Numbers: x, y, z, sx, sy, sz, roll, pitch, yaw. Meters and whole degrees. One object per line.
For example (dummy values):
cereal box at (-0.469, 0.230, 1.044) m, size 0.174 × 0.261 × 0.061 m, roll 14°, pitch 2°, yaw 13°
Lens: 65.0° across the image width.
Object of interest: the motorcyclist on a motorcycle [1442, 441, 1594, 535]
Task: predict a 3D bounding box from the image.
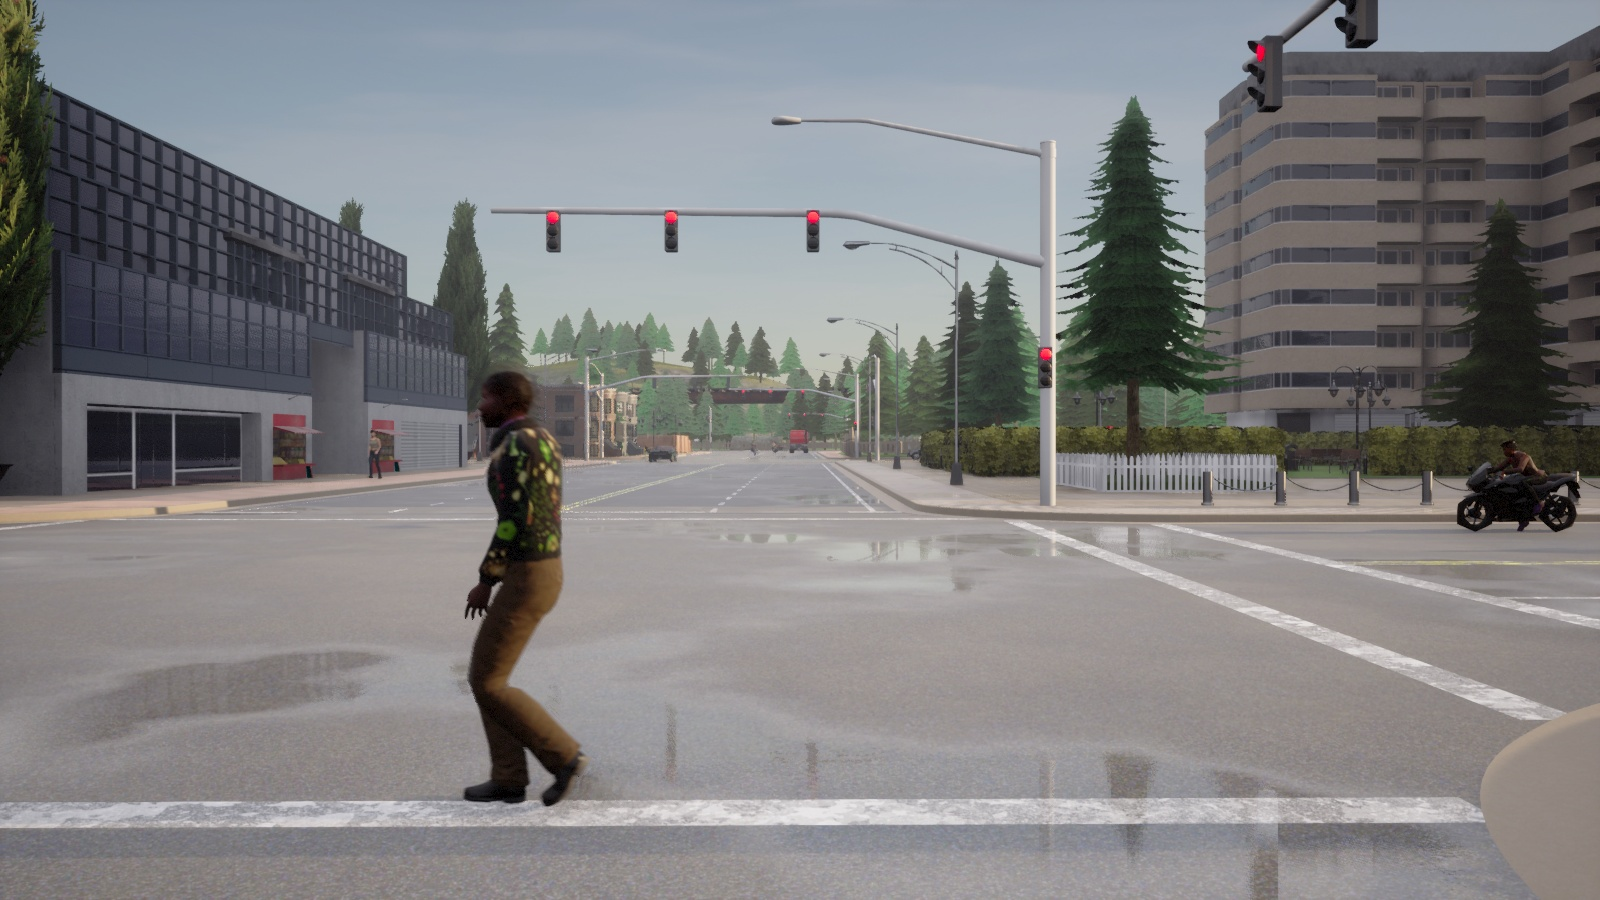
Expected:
motorcyclist on a motorcycle at (11.870, 0.621, 20.800) m, size 2.044 × 1.523 × 0.797 m, roll 0°, pitch 0°, yaw 0°

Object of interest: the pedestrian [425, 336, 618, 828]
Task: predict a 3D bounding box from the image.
pedestrian at (-1.122, 0.517, 5.130) m, size 0.692 × 1.930 × 0.395 m, roll 0°, pitch 0°, yaw 2°

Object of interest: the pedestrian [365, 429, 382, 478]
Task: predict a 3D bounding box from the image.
pedestrian at (-15.865, 0.128, 46.736) m, size 0.345 × 1.836 × 0.594 m, roll 0°, pitch 0°, yaw 14°

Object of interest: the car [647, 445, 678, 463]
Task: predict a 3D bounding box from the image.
car at (-10.663, 0.287, 97.703) m, size 1.895 × 1.301 × 4.718 m, roll 0°, pitch 0°, yaw 0°
